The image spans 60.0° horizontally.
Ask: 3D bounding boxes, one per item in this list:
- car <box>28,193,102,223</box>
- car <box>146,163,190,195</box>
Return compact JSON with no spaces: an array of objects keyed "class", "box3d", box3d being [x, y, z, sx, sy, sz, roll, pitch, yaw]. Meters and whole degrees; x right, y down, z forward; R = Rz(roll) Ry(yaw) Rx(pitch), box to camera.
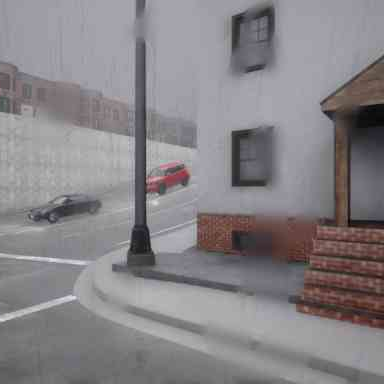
[{"class":"car","box3d":[-7.826,0.873,20.854,1.812,1.442,4.674,0,7,35]},{"class":"car","box3d":[-2.351,-1.187,28.687,2.150,2.045,5.566,0,13,34]}]
